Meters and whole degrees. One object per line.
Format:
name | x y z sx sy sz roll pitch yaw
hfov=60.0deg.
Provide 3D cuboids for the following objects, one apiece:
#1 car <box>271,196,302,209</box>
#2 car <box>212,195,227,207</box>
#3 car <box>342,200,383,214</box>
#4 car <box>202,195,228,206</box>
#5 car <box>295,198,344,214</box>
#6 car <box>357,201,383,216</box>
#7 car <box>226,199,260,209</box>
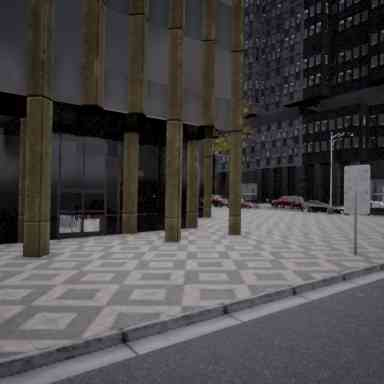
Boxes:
car | 13.731 1.488 47.751 2.192 1.841 5.009 1 -1 -35
car | 3.594 1.312 47.309 2.192 1.841 5.009 1 -1 -35
car | 20.107 1.709 38.756 2.008 1.369 4.403 1 -1 -35
car | 4.162 1.512 61.239 2.192 1.841 5.009 1 -1 -35
car | 13.160 1.540 33.817 1.947 1.339 4.313 1 -1 -35
car | 16.350 1.518 29.321 2.008 1.369 4.403 1 -1 -35
car | 6.780 1.571 42.809 1.802 1.307 4.206 1 -1 -35
